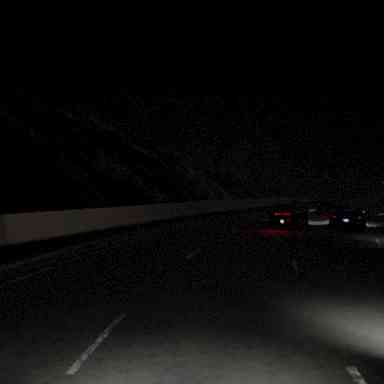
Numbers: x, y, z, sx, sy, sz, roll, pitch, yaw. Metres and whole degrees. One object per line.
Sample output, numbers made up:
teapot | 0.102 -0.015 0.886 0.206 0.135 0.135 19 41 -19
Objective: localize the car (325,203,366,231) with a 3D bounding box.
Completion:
car | 9.856 1.610 21.006 1.994 1.385 4.181 0 0 28

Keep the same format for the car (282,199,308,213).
car | 12.222 1.614 39.253 1.994 1.385 4.181 0 0 31

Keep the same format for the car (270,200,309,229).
car | 6.595 1.531 22.348 1.837 1.490 4.892 0 0 27

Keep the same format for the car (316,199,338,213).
car | 15.375 1.561 37.683 2.128 1.511 4.902 0 0 31
